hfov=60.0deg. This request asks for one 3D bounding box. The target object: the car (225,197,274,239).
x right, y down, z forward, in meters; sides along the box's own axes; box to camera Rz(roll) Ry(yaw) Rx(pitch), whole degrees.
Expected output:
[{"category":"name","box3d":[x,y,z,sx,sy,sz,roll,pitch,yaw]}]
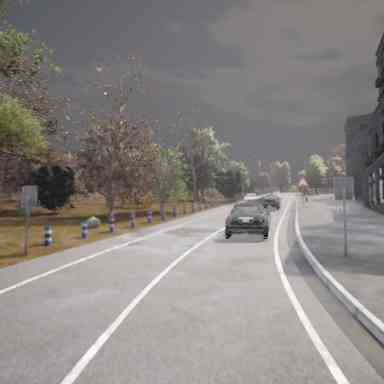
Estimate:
[{"category":"car","box3d":[3.069,1.344,17.678,2.097,1.767,4.553,-1,0,15]}]

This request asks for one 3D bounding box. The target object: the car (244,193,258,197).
[{"category":"car","box3d":[8.211,0.922,45.896,1.812,1.442,4.674,-1,1,18]}]

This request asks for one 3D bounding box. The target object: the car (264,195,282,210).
[{"category":"car","box3d":[8.505,1.070,35.674,1.837,1.490,4.892,-1,1,18]}]
